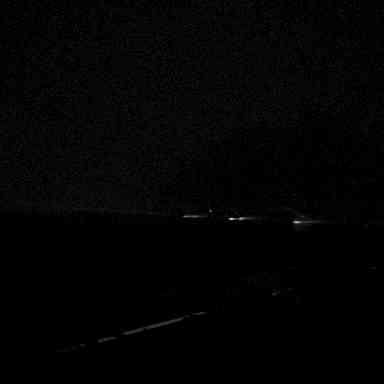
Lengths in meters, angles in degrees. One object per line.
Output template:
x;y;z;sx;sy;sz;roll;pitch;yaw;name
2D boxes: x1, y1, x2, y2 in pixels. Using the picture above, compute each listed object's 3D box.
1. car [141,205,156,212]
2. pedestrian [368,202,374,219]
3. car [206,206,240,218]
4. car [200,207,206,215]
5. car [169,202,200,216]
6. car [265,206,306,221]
-9.387;3.569;71.277;1.812;1.442;4.674;1;-2;-33;car
18.936;1.918;35.302;0.375;1.860;0.375;-2;1;-33;pedestrian
4.297;2.581;43.789;1.837;1.490;4.892;1;-2;-33;car
2.747;2.985;52.901;1.895;1.301;4.718;1;-2;-33;car
-1.561;2.642;52.765;2.150;2.045;5.566;1;-2;-33;car
9.818;2.259;35.353;1.812;1.442;4.674;1;-2;-33;car
